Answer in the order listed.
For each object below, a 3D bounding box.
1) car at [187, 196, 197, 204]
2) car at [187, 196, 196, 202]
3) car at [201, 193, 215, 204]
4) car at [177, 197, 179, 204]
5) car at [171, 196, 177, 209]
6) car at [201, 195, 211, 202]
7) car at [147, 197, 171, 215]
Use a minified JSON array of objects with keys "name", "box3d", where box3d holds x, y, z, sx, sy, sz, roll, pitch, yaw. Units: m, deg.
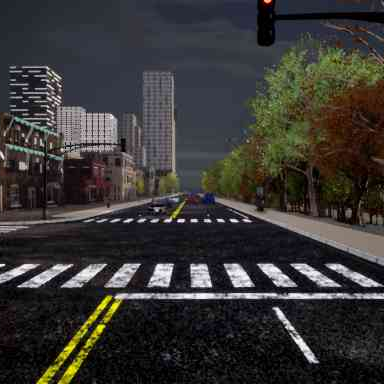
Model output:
[{"name":"car","box3d":[-0.025,1.540,64.189,1.994,1.385,4.181,0,0,-1]},{"name":"car","box3d":[-0.152,1.523,74.141,1.994,1.385,4.181,0,0,0]},{"name":"car","box3d":[3.217,1.197,63.808,2.150,2.045,5.566,0,0,0]},{"name":"car","box3d":[-3.433,1.502,63.054,1.812,1.442,4.674,0,0,0]},{"name":"car","box3d":[-3.445,1.585,45.442,1.895,1.301,4.718,0,0,0]},{"name":"car","box3d":[3.092,1.448,74.383,1.882,1.535,5.008,0,0,0]},{"name":"car","box3d":[-3.474,1.481,34.041,2.128,1.511,4.902,0,0,-3]}]
